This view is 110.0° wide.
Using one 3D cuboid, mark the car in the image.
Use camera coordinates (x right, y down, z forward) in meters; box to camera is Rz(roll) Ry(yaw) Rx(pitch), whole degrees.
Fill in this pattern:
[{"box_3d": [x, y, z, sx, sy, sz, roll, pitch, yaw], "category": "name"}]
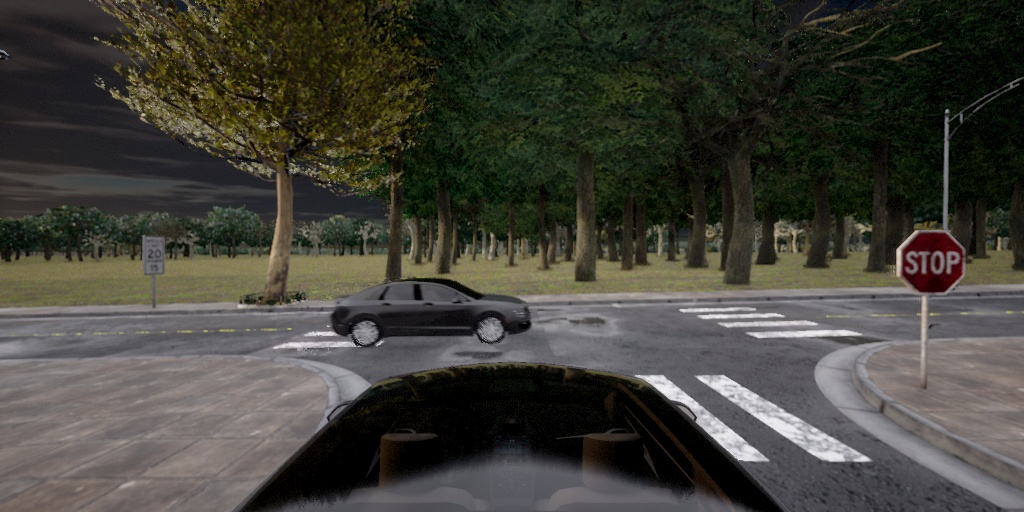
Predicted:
[{"box_3d": [-1.967, 1.318, 9.095, 4.892, 1.490, 1.837, -1, 0, 0], "category": "car"}]
